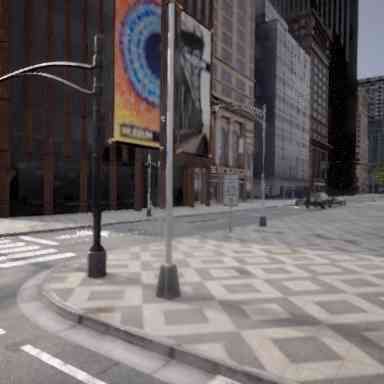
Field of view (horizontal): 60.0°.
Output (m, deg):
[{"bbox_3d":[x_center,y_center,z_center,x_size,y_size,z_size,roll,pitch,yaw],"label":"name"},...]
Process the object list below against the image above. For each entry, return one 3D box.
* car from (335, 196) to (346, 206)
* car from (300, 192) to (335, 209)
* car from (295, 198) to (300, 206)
[{"bbox_3d":[22.081,1.314,50.694,1.812,1.442,4.674,1,1,35],"label":"car"},{"bbox_3d":[15.960,1.057,41.958,2.150,2.045,5.566,1,1,36],"label":"car"},{"bbox_3d":[16.262,1.287,47.667,1.812,1.442,4.674,1,1,35],"label":"car"}]
